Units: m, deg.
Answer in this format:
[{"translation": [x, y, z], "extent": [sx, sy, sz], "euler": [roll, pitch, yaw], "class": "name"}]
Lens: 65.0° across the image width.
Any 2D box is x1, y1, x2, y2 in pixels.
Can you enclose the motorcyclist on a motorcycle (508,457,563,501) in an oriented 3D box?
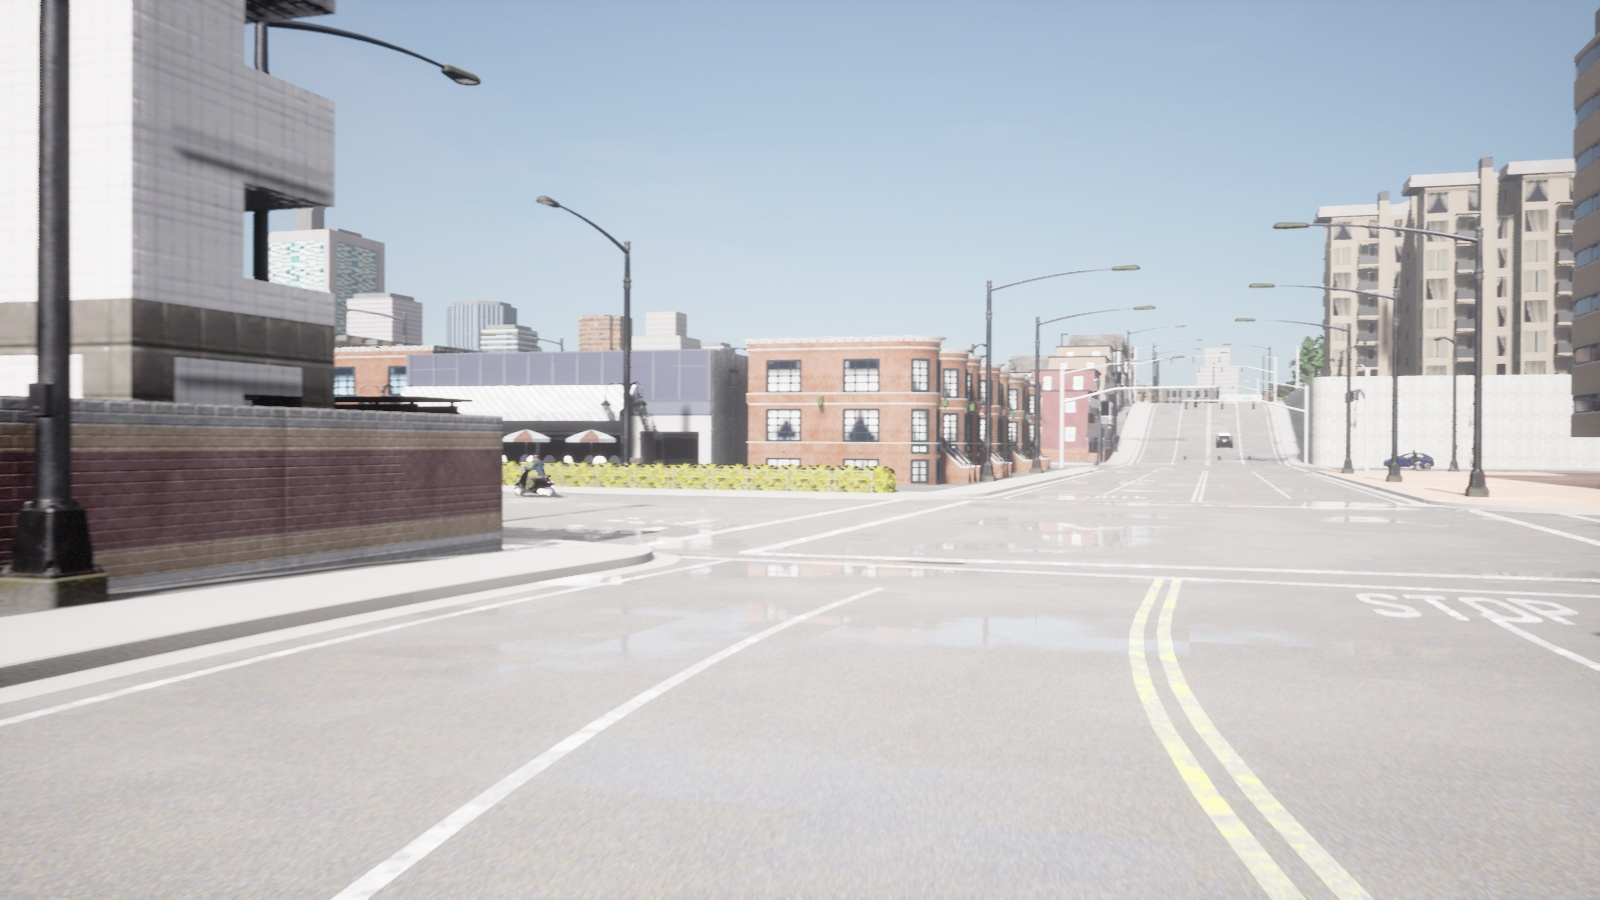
[{"translation": [-9.782, 1.045, 46.459], "extent": [1.817, 1.590, 0.866], "euler": [0, 0, 20], "class": "motorcyclist on a motorcycle"}]
